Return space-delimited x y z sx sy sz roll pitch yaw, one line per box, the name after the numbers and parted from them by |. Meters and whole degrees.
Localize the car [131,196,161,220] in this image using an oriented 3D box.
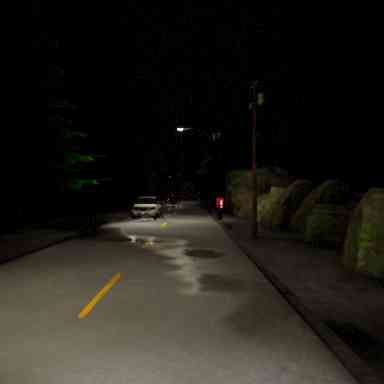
-4.084 1.413 30.447 2.150 2.045 5.566 0 -1 0 | car

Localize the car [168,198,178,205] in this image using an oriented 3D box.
-3.968 2.154 70.814 1.837 1.490 4.892 0 0 0 | car
